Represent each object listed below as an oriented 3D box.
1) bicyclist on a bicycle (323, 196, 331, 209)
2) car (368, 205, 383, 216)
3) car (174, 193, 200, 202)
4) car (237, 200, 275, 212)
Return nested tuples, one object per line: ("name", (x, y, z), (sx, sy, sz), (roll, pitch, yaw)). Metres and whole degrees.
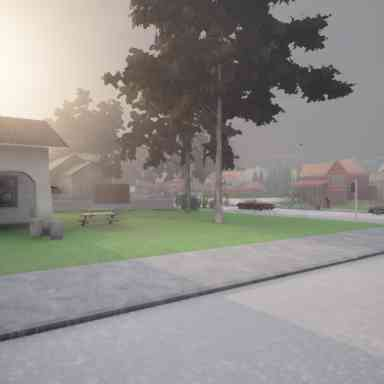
("bicyclist on a bicycle", (16.758, 1.348, 41.316), (1.656, 1.620, 0.582), (0, 0, -36))
("car", (19.377, 1.547, 30.820), (2.033, 1.411, 5.357), (0, 0, -39))
("car", (-0.920, 1.221, 58.628), (2.150, 2.045, 5.566), (0, 0, -35))
("car", (7.605, 1.600, 39.663), (1.895, 1.301, 4.718), (0, 0, -36))
